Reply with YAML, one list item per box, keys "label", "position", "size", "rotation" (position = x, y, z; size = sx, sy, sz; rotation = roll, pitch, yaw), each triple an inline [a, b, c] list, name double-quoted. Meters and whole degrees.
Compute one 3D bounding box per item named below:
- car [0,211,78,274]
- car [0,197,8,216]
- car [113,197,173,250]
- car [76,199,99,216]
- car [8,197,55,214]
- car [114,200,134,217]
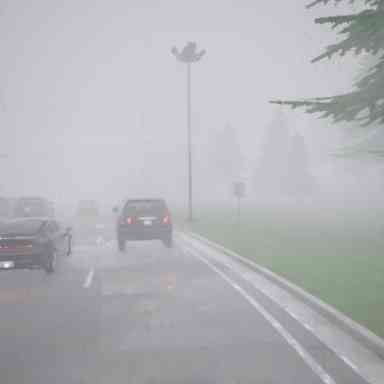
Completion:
- label: "car"
  position: [-5.053, 1.572, 10.631]
  size: [1.837, 1.490, 4.892]
  rotation: [0, 0, -11]
- label: "car"
  position: [-16.839, 1.449, 29.999]
  size: [2.150, 2.045, 5.566]
  rotation: [-1, 0, -14]
- label: "car"
  position: [-2.289, 1.250, 14.952]
  size: [2.150, 2.045, 5.566]
  rotation: [-1, 0, -14]
- label: "car"
  position: [-10.641, 1.495, 34.116]
  size: [2.097, 1.767, 4.553]
  rotation: [-1, 0, -14]
- label: "car"
  position: [-12.308, 1.387, 26.254]
  size: [2.150, 2.045, 5.566]
  rotation: [-1, 0, -14]
- label: "car"
  position: [-6.901, 1.618, 33.575]
  size: [1.812, 1.442, 4.674]
  rotation: [-1, 0, -14]
